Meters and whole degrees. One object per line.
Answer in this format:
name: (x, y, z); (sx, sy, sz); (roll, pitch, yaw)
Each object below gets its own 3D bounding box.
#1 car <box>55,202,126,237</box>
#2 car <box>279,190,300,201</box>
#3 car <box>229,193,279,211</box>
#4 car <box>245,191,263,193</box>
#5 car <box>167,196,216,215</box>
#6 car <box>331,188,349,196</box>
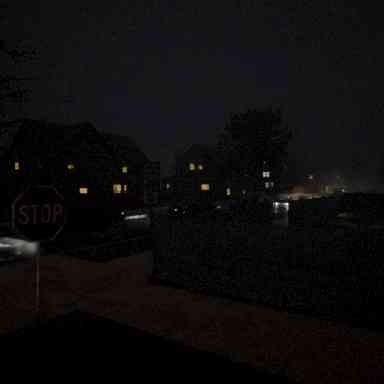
car: (-5.742, 1.228, 16.505); (2.033, 1.411, 5.357); (1, 2, 34)
car: (11.966, 0.493, 41.270); (1.812, 1.442, 4.674); (1, 2, 36)
car: (4.866, 0.992, 26.367); (1.895, 1.301, 4.718); (1, 2, 36)
car: (5.936, 0.712, 32.893); (1.837, 1.490, 4.892); (1, 2, 36)
car: (0.056, 1.009, 24.661); (1.994, 1.385, 4.181); (1, 2, 36)
car: (23.147, 0.164, 51.929); (1.837, 1.490, 4.892); (1, 2, 35)
